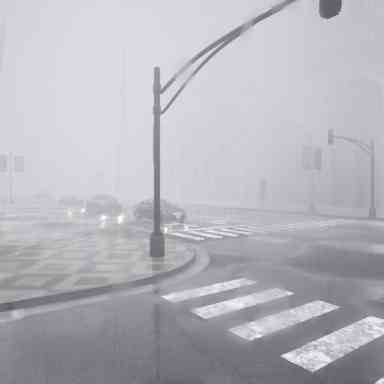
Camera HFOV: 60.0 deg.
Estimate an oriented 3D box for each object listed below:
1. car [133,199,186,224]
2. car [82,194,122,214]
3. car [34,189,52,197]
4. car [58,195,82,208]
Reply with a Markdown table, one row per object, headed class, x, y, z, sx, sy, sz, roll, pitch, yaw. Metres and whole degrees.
| class | x | y | z | sx | sy | sz | roll | pitch | yaw |
| --- | --- | --- | --- | --- | --- | --- | --- | --- | --- |
| car | -2.272 | 1.243 | 22.351 | 2.128 | 1.511 | 4.902 | 0 | 1 | -36 |
| car | -8.093 | 0.964 | 30.437 | 2.097 | 1.767 | 4.553 | 0 | 1 | -36 |
| car | -22.958 | 0.242 | 51.246 | 2.097 | 1.767 | 4.553 | 0 | 1 | -36 |
| car | -14.063 | 1.065 | 38.741 | 1.895 | 1.301 | 4.718 | 0 | 1 | -36 |
